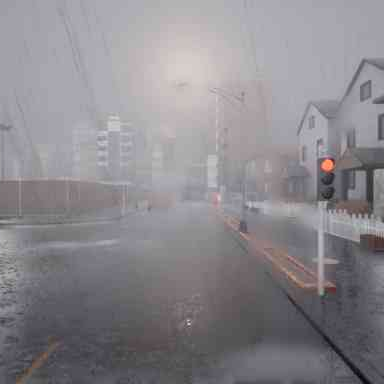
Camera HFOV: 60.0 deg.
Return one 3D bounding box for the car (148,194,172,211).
[{"bbox_3d":[-4.088,1.221,41.156,2.150,2.045,5.566,0,0,0],"label":"car"}]
